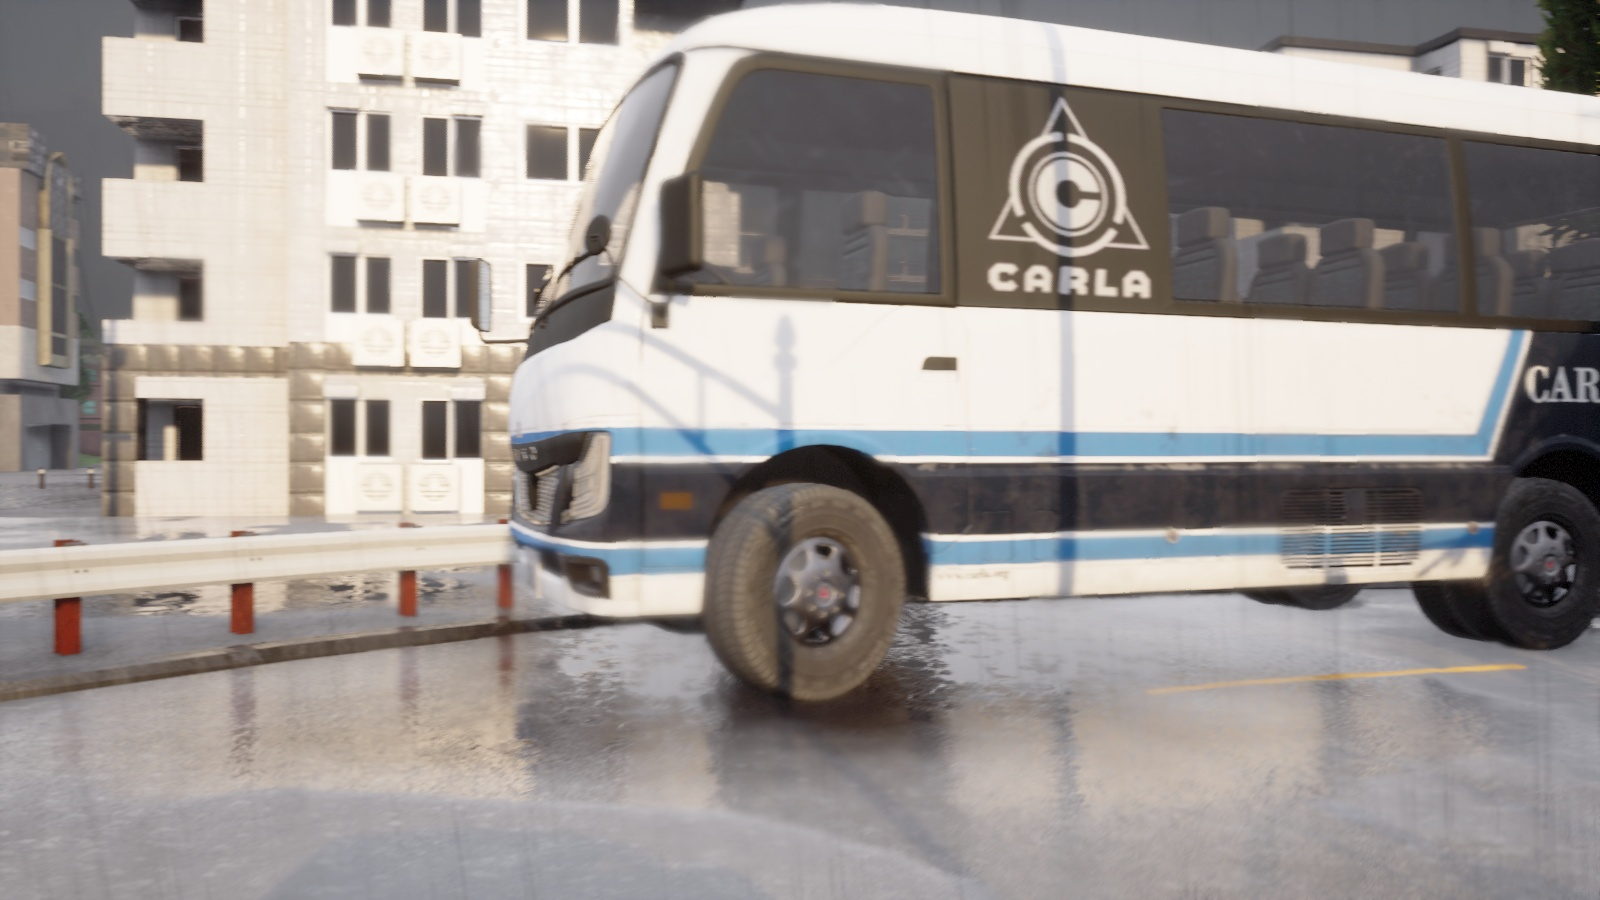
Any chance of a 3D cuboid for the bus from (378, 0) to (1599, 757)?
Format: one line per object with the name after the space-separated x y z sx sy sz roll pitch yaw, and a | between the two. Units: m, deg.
2.296 -0.675 9.447 10.273 4.253 3.944 0 0 -20 | bus
